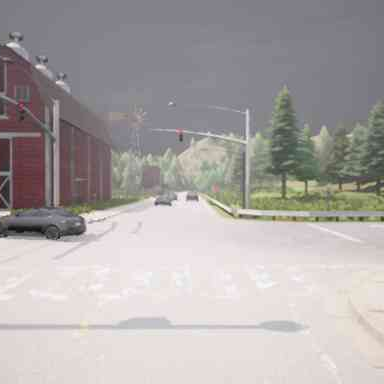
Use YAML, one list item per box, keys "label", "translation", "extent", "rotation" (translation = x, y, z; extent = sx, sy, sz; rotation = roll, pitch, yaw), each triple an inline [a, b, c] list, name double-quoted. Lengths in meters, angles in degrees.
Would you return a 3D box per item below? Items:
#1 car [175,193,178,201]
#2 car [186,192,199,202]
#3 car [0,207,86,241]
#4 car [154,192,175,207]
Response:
- label: "car"
  translation: [-3.502, 0.833, 58.686]
  extent: [2.128, 1.511, 4.902]
  rotation: [0, 1, 0]
- label: "car"
  translation: [0.055, 0.719, 56.484]
  extent: [2.097, 1.767, 4.553]
  rotation: [0, 1, 0]
- label: "car"
  translation: [-7.014, 1.369, 15.155]
  extent: [4.181, 1.385, 1.994]
  rotation: [0, 0, 13]
- label: "car"
  translation: [-3.555, 1.098, 41.519]
  extent: [1.994, 1.385, 4.181]
  rotation: [0, 1, 0]
